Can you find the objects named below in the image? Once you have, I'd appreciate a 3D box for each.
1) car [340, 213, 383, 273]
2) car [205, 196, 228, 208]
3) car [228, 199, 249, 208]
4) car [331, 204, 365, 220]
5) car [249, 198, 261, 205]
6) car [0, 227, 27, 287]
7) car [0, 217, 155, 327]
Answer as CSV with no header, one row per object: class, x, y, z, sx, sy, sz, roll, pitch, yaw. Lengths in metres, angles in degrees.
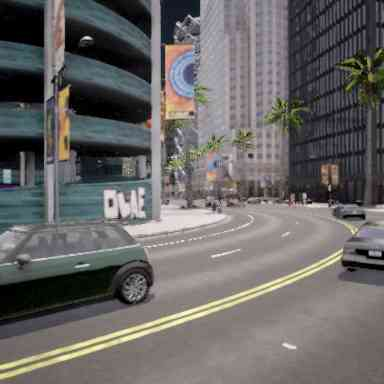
car,6.116,1.603,10.334,2.033,1.411,5.357,0,-1,37
car,3.636,1.892,55.324,2.128,1.511,4.902,0,-1,-14
car,7.282,1.910,55.203,1.812,1.442,4.674,0,-1,-14
car,14.239,1.738,30.464,1.994,1.385,4.181,0,0,8
car,13.291,1.967,71.974,2.231,1.521,4.892,0,0,-15
car,-6.686,1.688,7.860,4.718,1.301,1.895,0,0,-36
car,-3.038,1.415,6.446,4.553,1.767,2.097,0,-1,-40
